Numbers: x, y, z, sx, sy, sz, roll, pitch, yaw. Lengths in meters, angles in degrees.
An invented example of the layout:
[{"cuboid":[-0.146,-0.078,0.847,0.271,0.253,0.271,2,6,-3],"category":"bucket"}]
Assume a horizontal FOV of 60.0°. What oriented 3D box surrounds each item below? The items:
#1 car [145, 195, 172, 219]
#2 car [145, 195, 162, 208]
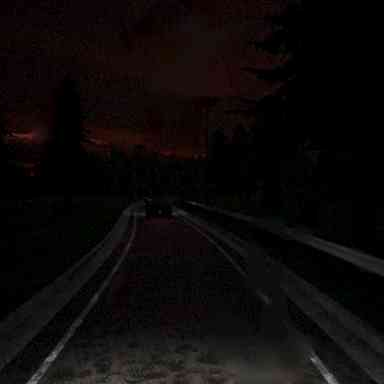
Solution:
[{"cuboid":[-2.741,1.277,27.087,1.882,1.535,5.008,0,1,-9],"category":"car"},{"cuboid":[-5.128,1.166,44.233,2.128,1.511,4.902,0,0,-7],"category":"car"}]
